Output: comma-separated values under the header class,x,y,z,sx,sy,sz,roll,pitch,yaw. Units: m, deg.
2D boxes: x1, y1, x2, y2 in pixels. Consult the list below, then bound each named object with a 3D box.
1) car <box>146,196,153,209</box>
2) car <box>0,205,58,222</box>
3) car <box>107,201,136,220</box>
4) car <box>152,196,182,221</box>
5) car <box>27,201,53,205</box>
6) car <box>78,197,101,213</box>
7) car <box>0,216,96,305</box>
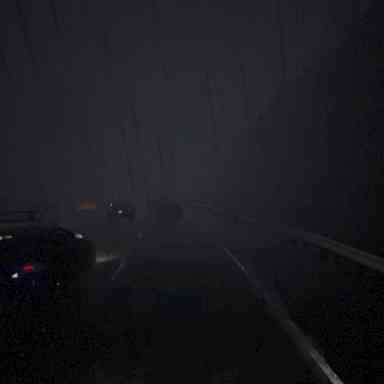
class,x,y,z,sx,sy,sz,roll,pitch,yaw
car,-4.604,1.201,40.874,1.882,1.535,5.008,0,1,-12
car,-7.705,1.504,15.292,1.895,1.301,4.718,0,0,-5
car,-5.465,1.391,25.983,1.994,1.385,4.181,0,0,-8
car,-1.860,1.303,25.569,1.882,1.535,5.008,0,0,-8
car,-12.877,1.420,28.397,1.895,1.301,4.718,0,0,-9
car,-10.248,1.259,33.511,1.882,1.535,5.008,0,0,-10
car,-3.723,1.512,8.021,1.994,1.385,4.181,0,0,-2
